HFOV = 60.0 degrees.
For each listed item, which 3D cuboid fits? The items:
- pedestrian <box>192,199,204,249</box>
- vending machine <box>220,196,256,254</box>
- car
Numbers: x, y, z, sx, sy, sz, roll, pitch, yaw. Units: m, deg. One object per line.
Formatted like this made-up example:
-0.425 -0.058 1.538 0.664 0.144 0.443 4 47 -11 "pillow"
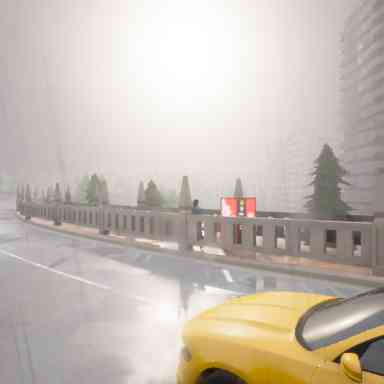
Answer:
0.136 1.141 12.074 0.375 1.860 0.375 0 0 41 "pedestrian"
1.764 1.195 12.652 0.880 2.100 1.100 0 0 41 "vending machine"
2.150 1.477 2.571 5.008 1.535 1.882 0 0 35 "car"
